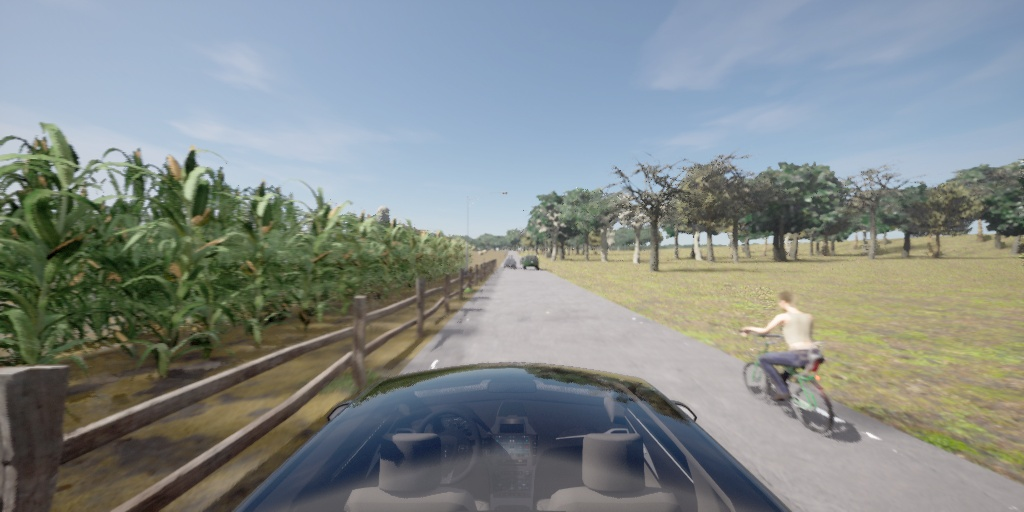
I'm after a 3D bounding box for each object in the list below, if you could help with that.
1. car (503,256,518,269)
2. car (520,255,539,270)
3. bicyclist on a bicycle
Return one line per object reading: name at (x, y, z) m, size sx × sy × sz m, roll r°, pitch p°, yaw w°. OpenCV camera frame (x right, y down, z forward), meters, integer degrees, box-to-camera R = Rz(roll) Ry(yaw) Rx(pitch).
car at (-0.273, 1.120, 52.161) m, size 1.837 × 1.490 × 4.892 m, roll 1°, pitch 0°, yaw 0°
car at (2.649, 0.876, 51.270) m, size 2.150 × 2.045 × 5.566 m, roll 1°, pitch 1°, yaw 0°
bicyclist on a bicycle at (3.502, 1.242, 4.654) m, size 0.866 × 1.612 × 1.509 m, roll 1°, pitch 0°, yaw -1°
